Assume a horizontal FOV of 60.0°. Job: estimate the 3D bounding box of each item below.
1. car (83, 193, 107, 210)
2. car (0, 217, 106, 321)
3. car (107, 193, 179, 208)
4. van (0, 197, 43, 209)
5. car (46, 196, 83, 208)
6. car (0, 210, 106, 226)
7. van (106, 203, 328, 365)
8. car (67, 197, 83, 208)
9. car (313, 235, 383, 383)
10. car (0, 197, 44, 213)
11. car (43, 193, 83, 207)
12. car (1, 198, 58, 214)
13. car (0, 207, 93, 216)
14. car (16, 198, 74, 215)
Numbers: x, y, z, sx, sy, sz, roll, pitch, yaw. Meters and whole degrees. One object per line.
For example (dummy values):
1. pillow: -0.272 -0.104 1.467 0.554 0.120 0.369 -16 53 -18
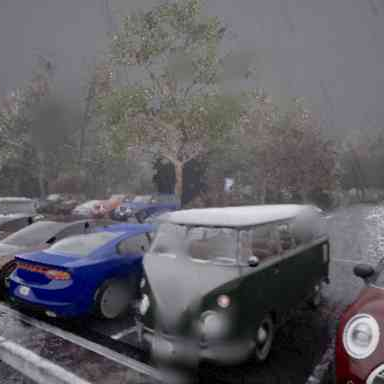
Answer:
1. car: -5.319 1.124 26.303 2.435 2.045 5.566 0 0 35
2. car: -1.278 1.448 7.411 2.097 1.535 5.008 0 0 35
3. car: -3.149 1.138 24.761 2.435 2.045 5.566 0 0 35
4. van: -8.196 1.179 12.193 1.878 1.987 4.442 0 0 35
5. car: -9.845 1.353 29.549 2.097 1.535 5.008 0 0 35
6. car: -3.577 1.463 9.016 2.163 1.488 4.792 0 0 35
7. van: 0.943 1.236 5.696 1.878 1.987 4.442 0 0 35
8. car: -7.674 1.403 28.010 2.002 1.452 4.674 0 0 35
9. car: 3.313 1.351 4.192 2.185 1.767 4.553 0 0 35
10. car: -18.924 1.326 36.003 2.097 1.535 5.008 0 0 35
11. car: -12.128 1.092 31.145 2.435 2.045 5.566 0 0 35
12. car: -16.668 1.361 34.370 2.163 1.488 4.792 0 0 35
13. car: -5.862 1.449 10.641 2.163 1.488 4.792 0 0 35
14. car: -14.364 1.366 32.804 2.163 1.488 4.792 0 0 35
